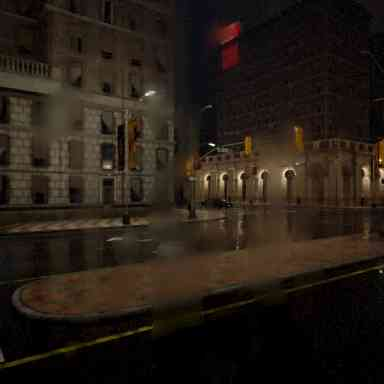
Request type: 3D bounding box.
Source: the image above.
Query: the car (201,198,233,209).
[{"bbox_3d":[3.439,1.547,46.936,2.033,1.411,5.357,0,0,-36],"label":"car"}]

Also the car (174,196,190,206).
[{"bbox_3d":[-2.131,1.526,54.791,1.812,1.442,4.674,0,0,-35],"label":"car"}]
